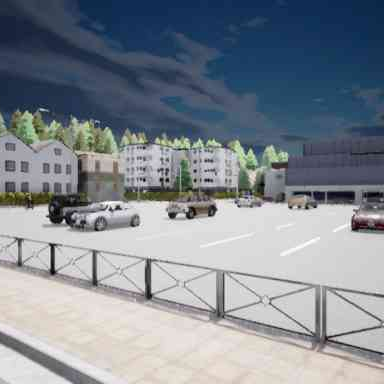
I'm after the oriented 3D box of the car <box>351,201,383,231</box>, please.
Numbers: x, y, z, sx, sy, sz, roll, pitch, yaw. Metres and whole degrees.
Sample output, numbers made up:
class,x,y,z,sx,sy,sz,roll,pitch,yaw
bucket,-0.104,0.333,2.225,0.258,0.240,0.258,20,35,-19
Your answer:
class,x,y,z,sx,sy,sz,roll,pitch,yaw
car,9.852,1.264,17.755,2.007,1.523,4.514,0,0,35

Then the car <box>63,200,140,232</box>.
class,x,y,z,sx,sy,sz,roll,pitch,yaw
car,-4.774,1.328,18.556,1.970,1.475,3.806,0,0,35

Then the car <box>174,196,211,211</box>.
class,x,y,z,sx,sy,sz,roll,pitch,yaw
car,0.168,1.268,37.692,2.007,1.523,4.514,0,0,35

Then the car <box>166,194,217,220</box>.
class,x,y,z,sx,sy,sz,roll,pitch,yaw
car,0.078,1.065,25.510,1.932,1.855,4.605,0,0,35

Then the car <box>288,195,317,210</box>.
class,x,y,z,sx,sy,sz,roll,pitch,yaw
car,12.654,1.123,37.914,2.152,1.636,5.027,0,0,35

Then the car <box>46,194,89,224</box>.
class,x,y,z,sx,sy,sz,roll,pitch,yaw
car,-7.140,1.045,20.970,1.905,1.878,3.866,0,0,35

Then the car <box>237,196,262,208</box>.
class,x,y,z,sx,sy,sz,roll,pitch,yaw
car,7.222,1.202,41.345,1.970,1.475,3.806,0,0,35

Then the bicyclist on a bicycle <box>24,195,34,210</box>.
class,x,y,z,sx,sy,sz,roll,pitch,yaw
bicyclist on a bicycle,-16.649,1.084,33.917,1.656,1.620,0.582,0,0,35
